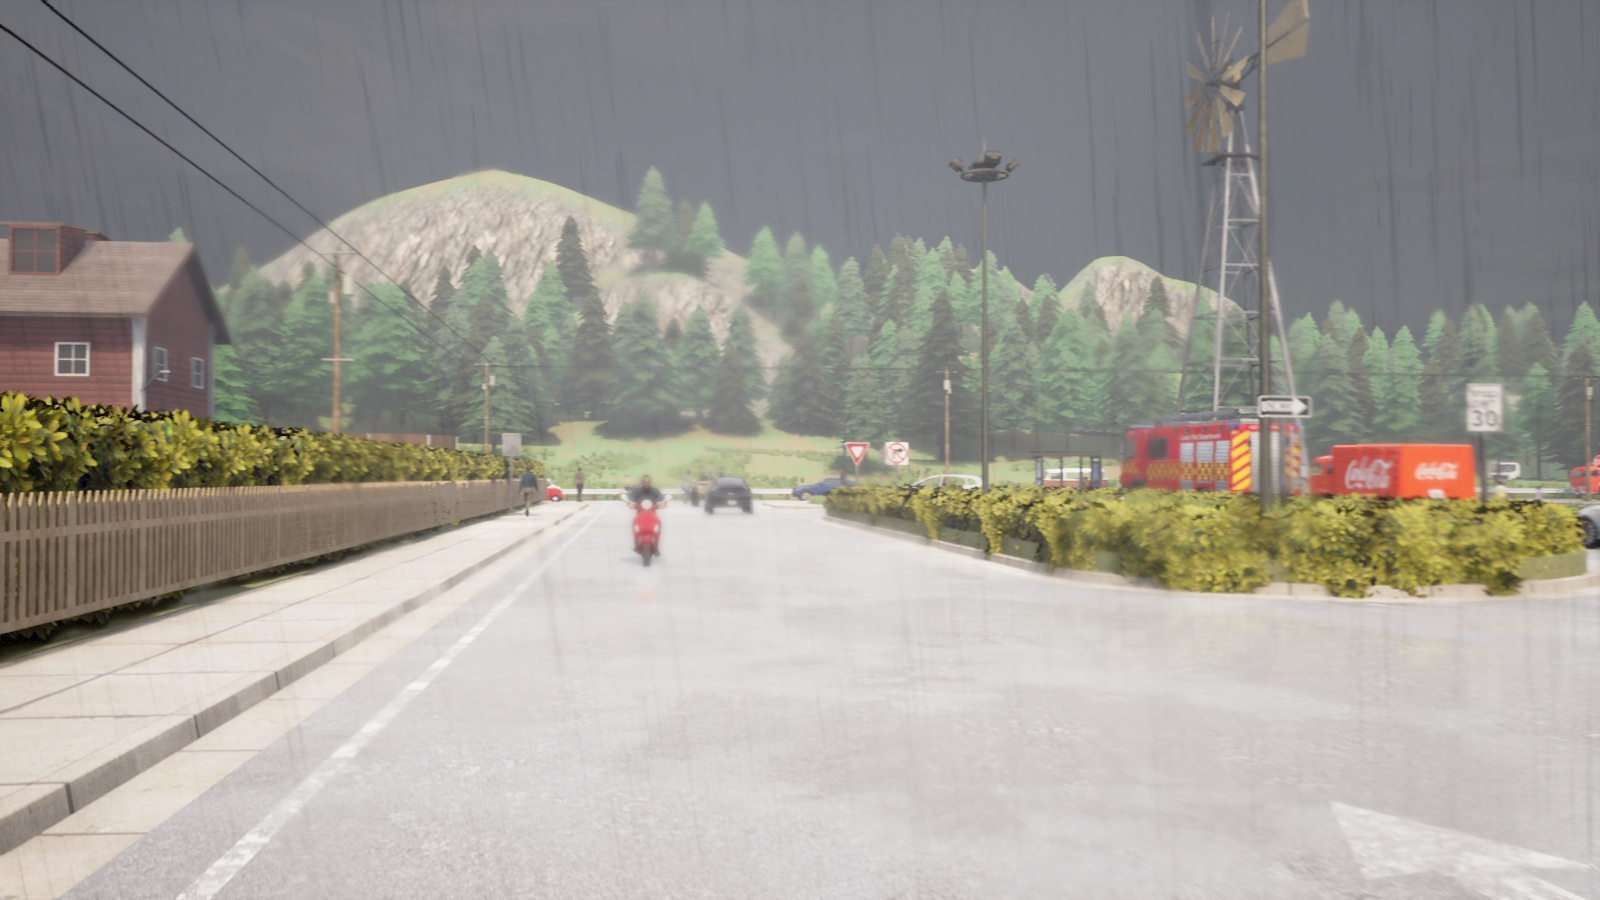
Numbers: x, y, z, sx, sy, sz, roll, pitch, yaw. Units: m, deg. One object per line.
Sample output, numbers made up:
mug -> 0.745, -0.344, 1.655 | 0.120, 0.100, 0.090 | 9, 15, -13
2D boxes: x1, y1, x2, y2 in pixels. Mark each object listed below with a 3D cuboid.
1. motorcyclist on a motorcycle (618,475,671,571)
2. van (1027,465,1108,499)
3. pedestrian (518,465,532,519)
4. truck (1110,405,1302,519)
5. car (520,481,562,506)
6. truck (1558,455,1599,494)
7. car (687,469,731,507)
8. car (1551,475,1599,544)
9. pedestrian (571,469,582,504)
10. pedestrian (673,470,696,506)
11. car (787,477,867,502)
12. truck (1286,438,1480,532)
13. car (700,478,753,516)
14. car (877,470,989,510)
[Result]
motorcyclist on a motorcycle -> -2.728, 1.244, 21.990 | 0.866, 1.590, 1.817 | 0, -1, -7
van -> 16.730, 2.009, 78.574 | 4.480, 2.038, 2.069 | 0, -1, -7
pedestrian -> -9.475, 1.430, 43.266 | 0.370, 1.835, 0.726 | 0, -1, -5
truck -> 14.732, 0.487, 46.536 | 2.891, 3.827, 8.468 | 0, -1, -12
car -> -14.660, 2.435, 71.143 | 2.207, 1.376, 1.481 | -1, -1, -7
truck -> 53.520, 1.605, 83.145 | 5.204, 2.467, 2.627 | 0, -1, -7
car -> -4.611, 1.956, 63.405 | 1.932, 1.855, 4.605 | 0, -3, -8
car -> 17.825, 1.230, 25.634 | 1.812, 1.442, 4.674 | 0, -1, -6
pedestrian -> -11.729, 1.908, 65.973 | 0.328, 1.805, 0.869 | -1, -1, 8
pedestrian -> -6.165, 2.011, 66.803 | 0.900, 1.855, 0.874 | 0, -1, -33
car -> 1.628, 2.391, 76.692 | 4.674, 1.442, 1.812 | 0, -1, -7
truck -> 16.440, 0.944, 35.811 | 2.627, 2.467, 5.204 | 0, 0, -7
car -> -3.105, 1.911, 52.187 | 1.837, 1.490, 4.892 | 0, -1, -7
car -> 5.771, 1.720, 54.101 | 4.611, 1.667, 2.242 | -1, -1, 11
